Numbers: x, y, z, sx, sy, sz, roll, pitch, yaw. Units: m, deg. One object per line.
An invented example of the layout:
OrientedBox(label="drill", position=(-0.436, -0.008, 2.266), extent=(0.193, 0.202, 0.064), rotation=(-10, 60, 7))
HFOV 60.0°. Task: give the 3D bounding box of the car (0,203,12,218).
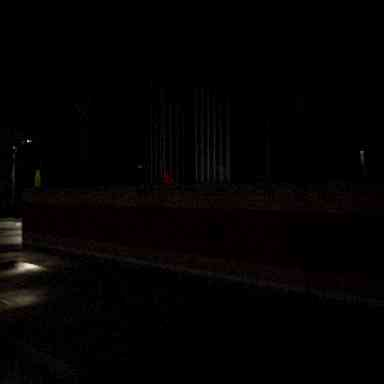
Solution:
OrientedBox(label="car", position=(-16.248, 1.699, 28.939), extent=(2.128, 1.511, 4.902), rotation=(0, 0, 37))

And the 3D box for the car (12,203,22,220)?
OrientedBox(label="car", position=(-12.090, 1.738, 28.663), extent=(2.033, 1.411, 5.357), rotation=(0, 0, 37))
